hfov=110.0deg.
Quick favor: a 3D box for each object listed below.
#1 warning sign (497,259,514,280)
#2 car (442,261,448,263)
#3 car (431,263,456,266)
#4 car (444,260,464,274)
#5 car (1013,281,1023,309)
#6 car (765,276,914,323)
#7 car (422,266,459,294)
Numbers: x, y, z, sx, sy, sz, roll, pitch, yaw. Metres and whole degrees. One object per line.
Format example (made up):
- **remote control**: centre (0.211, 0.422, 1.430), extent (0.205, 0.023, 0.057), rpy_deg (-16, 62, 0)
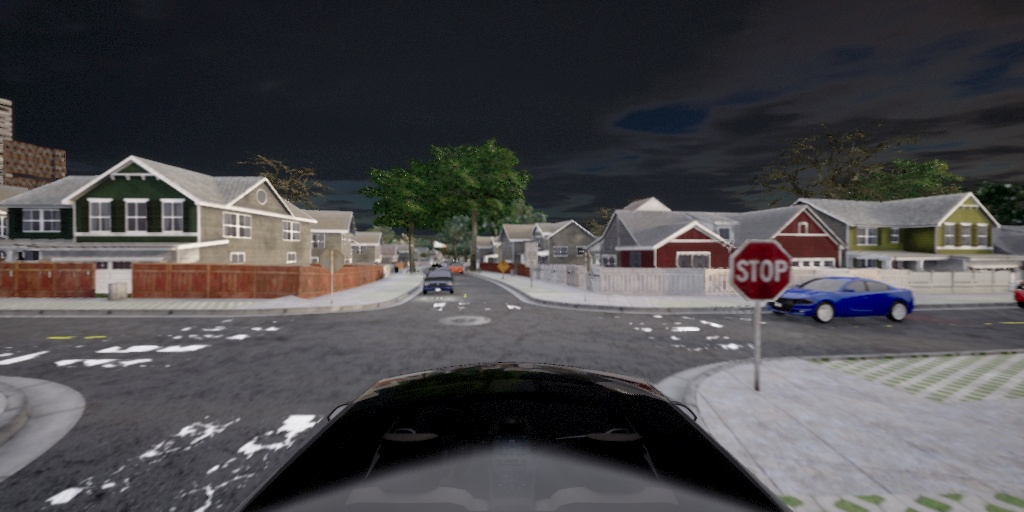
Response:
- **warning sign**: centre (-0.822, 1.239, 33.330), extent (1.300, 1.860, 1.060), rpy_deg (0, 0, -11)
- **car**: centre (-10.039, 1.835, 47.938), extent (1.837, 1.490, 4.892), rpy_deg (0, 1, -16)
- **car**: centre (-6.742, 1.720, 34.943), extent (2.033, 1.411, 5.357), rpy_deg (0, -1, -12)
- **car**: centre (-8.367, 1.724, 52.498), extent (2.097, 1.767, 4.553), rpy_deg (0, -1, -16)
- **car**: centre (25.261, 1.410, 15.732), extent (5.566, 2.045, 2.150), rpy_deg (1, 0, -13)
- **car**: centre (11.887, 1.491, 13.122), extent (5.008, 1.535, 1.882), rpy_deg (1, 0, -10)
- **car**: centre (-4.592, 1.570, 22.990), extent (2.033, 1.411, 5.357), rpy_deg (0, -1, -8)
